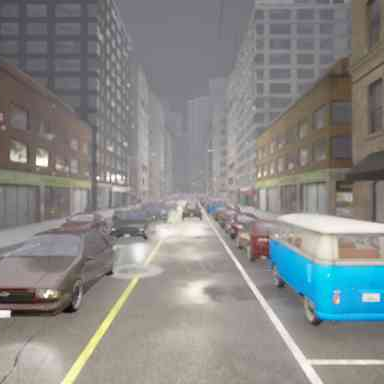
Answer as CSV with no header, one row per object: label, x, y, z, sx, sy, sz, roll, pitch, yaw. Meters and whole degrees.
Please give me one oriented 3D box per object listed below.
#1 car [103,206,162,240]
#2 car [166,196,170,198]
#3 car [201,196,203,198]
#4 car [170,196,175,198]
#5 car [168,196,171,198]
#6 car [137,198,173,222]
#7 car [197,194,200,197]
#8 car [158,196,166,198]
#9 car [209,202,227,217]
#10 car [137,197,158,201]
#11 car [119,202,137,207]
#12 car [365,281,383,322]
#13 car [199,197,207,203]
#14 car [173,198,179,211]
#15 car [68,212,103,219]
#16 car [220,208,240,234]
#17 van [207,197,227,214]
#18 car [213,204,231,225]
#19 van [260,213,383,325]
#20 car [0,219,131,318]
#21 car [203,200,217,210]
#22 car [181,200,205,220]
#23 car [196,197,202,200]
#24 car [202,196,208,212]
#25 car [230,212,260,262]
car,-3.090,1.729,18.585,2.033,1.411,5.357,0,0,0
car,-5.776,1.989,62.503,1.887,1.381,4.507,0,0,0
car,2.750,2.010,62.497,1.947,1.339,4.313,0,0,0
car,-5.777,1.822,79.160,2.192,1.841,5.009,0,0,0
car,-5.776,2.050,68.054,1.802,1.307,4.206,0,0,0
car,-3.057,1.607,28.631,2.097,1.767,4.553,0,-1,1
car,2.749,1.804,73.604,2.192,1.841,5.009,0,0,0
car,-5.773,1.700,51.397,2.192,1.841,5.009,0,0,0
car,2.757,1.839,29.185,1.802,1.307,4.206,0,0,0
car,-5.770,1.636,40.292,2.192,1.841,5.009,0,0,0
car,-5.768,1.808,29.187,2.008,1.369,4.403,0,0,0
car,2.761,1.597,1.421,1.802,1.307,4.206,0,-1,0
car,2.746,2.046,84.878,1.752,1.417,4.829,0,0,0
car,-3.011,1.913,46.803,2.033,1.411,5.357,0,0,0
car,-5.768,1.760,18.081,1.802,1.307,4.206,0,-1,0
car,2.758,1.759,18.078,1.802,1.307,4.206,0,0,0
van,2.756,1.630,34.738,1.690,1.788,3.998,0,0,0
car,2.758,1.802,23.629,1.802,1.307,4.206,0,0,0
van,2.759,1.412,6.975,1.690,1.788,3.998,0,-1,0
car,-3.090,1.629,8.086,2.033,1.411,5.357,0,-1,0
car,2.752,1.967,51.392,1.802,1.307,4.206,0,0,0
car,0.001,1.792,30.815,1.812,1.442,4.674,0,0,0
car,0.041,1.827,45.319,1.882,1.535,5.008,0,0,0
car,2.755,1.636,40.290,2.192,1.841,5.009,0,0,0
car,2.758,1.670,12.523,1.887,1.381,4.507,0,-1,0
